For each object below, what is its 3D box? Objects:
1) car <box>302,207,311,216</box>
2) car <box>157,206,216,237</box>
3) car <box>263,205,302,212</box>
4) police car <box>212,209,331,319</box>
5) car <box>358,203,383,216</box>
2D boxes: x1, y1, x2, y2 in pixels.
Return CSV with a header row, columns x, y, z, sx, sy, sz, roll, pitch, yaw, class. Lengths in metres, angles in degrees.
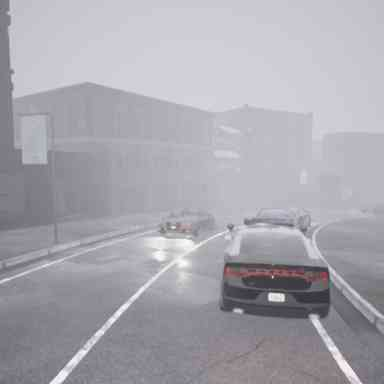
x,y,z,sx,sy,sz,roll,pitch,yaw,class
6.612,1.592,21.858,1.812,1.442,4.674,2,1,28,car
-0.174,1.468,17.462,1.994,1.385,4.181,2,1,21,car
4.254,1.505,16.688,1.882,1.535,5.008,2,0,21,car
1.743,1.426,7.673,1.930,1.638,5.238,1,0,10,police car
22.468,2.066,40.393,5.357,1.411,2.033,2,3,-32,car
